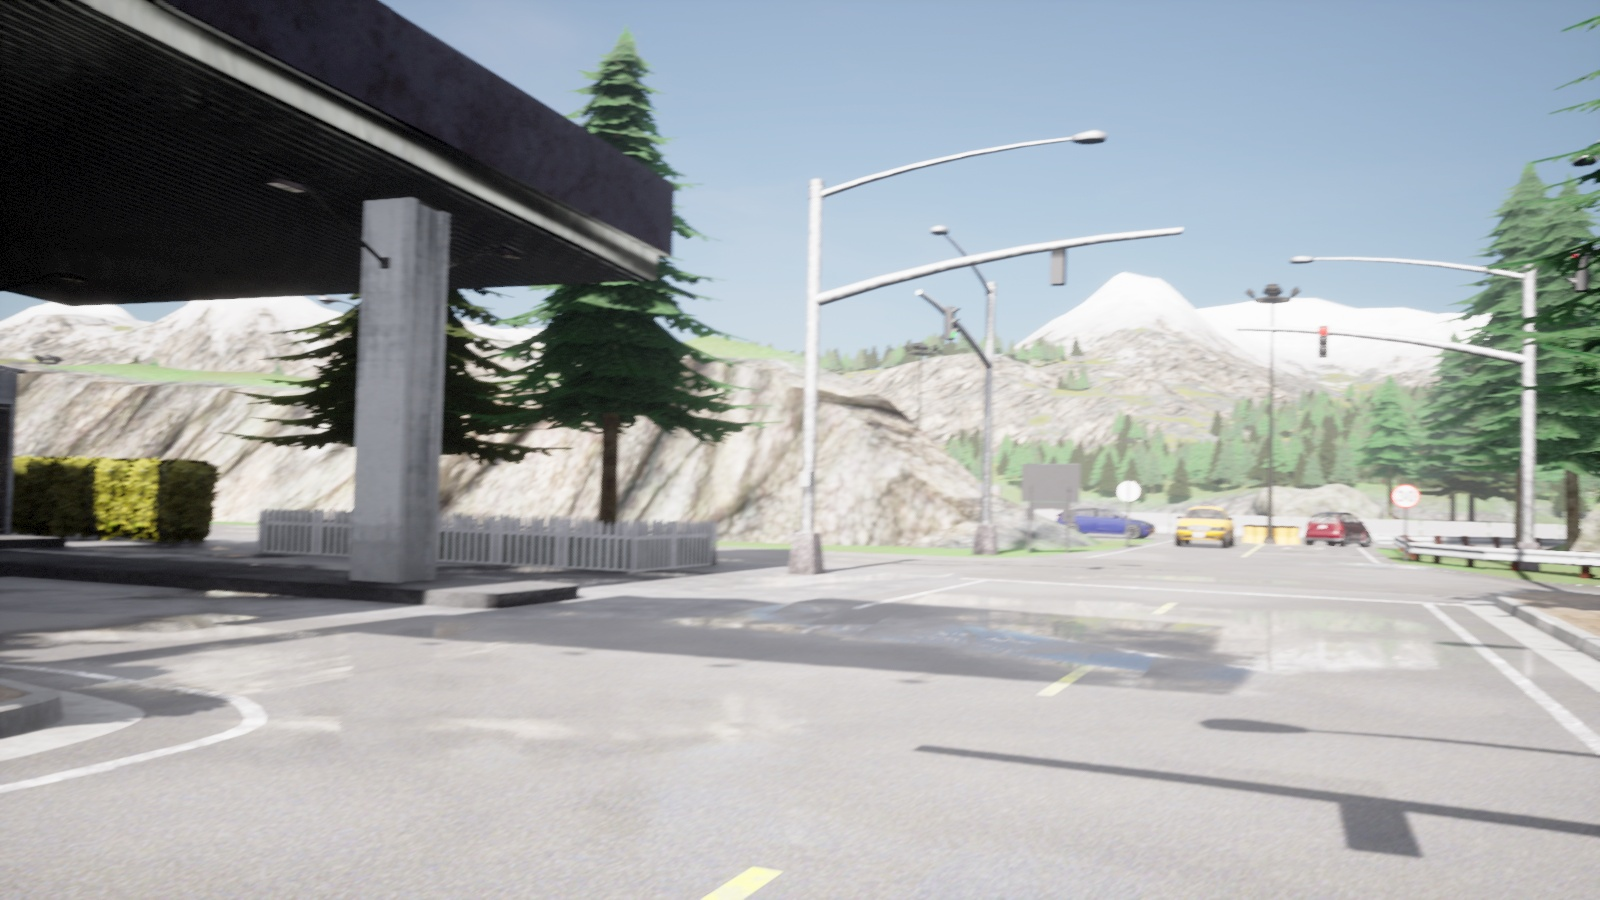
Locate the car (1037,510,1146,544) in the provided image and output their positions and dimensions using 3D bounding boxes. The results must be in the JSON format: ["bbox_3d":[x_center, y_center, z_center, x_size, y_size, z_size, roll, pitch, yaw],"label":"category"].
[{"bbox_3d":[14.207,3.720,61.230,4.792,1.488,2.163,0,-3,28],"label":"car"}]

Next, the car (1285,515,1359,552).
[{"bbox_3d":[22.879,3.667,54.981,1.789,1.549,3.705,-2,-4,44],"label":"car"}]

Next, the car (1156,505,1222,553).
[{"bbox_3d":[14.181,2.828,45.595,1.801,1.575,5.366,1,-3,22],"label":"car"}]
